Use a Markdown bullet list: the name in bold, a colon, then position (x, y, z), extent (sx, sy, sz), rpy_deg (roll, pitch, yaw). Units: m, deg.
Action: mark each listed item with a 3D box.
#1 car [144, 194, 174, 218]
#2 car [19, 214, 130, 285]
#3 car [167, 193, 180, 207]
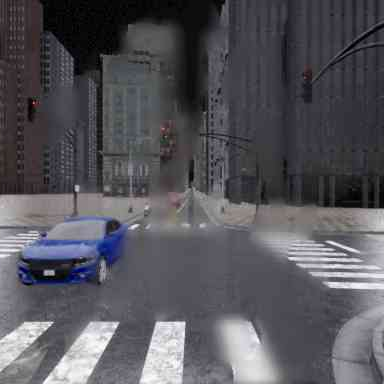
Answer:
- **car**: position (-3.097, 1.350, 30.324), extent (2.097, 1.767, 4.553), rpy_deg (0, 0, 0)
- **car**: position (-3.098, 1.477, 9.713), extent (1.882, 1.535, 5.008), rpy_deg (0, 0, 0)
- **car**: position (-3.084, 1.219, 50.976), extent (2.150, 2.045, 5.566), rpy_deg (0, 0, 0)
